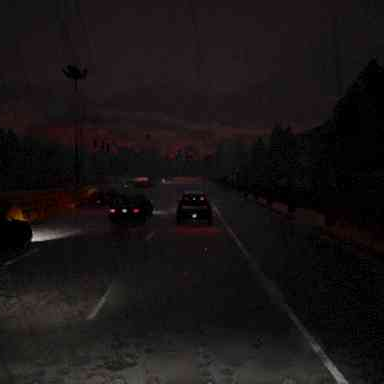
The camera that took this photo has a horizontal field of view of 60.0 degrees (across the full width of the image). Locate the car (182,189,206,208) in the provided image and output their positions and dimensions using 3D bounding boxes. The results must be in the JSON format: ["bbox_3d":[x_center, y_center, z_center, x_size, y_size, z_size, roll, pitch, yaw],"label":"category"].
[{"bbox_3d":[0.168,0.485,28.008,1.895,1.301,4.718,0,3,0],"label":"car"}]

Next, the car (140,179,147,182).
[{"bbox_3d":[-13.581,-2.766,91.957,2.128,1.511,4.902,0,3,0],"label":"car"}]

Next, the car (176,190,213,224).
[{"bbox_3d":[0.123,0.844,18.538,2.128,1.511,4.902,0,3,0],"label":"car"}]

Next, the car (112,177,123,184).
[{"bbox_3d":[-20.581,-3.066,91.951,2.150,2.045,5.566,0,3,0],"label":"car"}]

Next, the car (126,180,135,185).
[{"bbox_3d":[-17.081,-2.696,91.950,1.895,1.301,4.718,0,3,0],"label":"car"}]

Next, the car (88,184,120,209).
[{"bbox_3d":[-6.839,0.425,26.744,1.882,1.535,5.008,0,3,0],"label":"car"}]

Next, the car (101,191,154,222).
[{"bbox_3d":[-3.377,0.869,19.208,2.033,1.411,5.357,0,3,0],"label":"car"}]

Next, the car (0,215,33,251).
[{"bbox_3d":[-6.898,1.306,10.605,1.994,1.385,4.181,0,3,0],"label":"car"}]
